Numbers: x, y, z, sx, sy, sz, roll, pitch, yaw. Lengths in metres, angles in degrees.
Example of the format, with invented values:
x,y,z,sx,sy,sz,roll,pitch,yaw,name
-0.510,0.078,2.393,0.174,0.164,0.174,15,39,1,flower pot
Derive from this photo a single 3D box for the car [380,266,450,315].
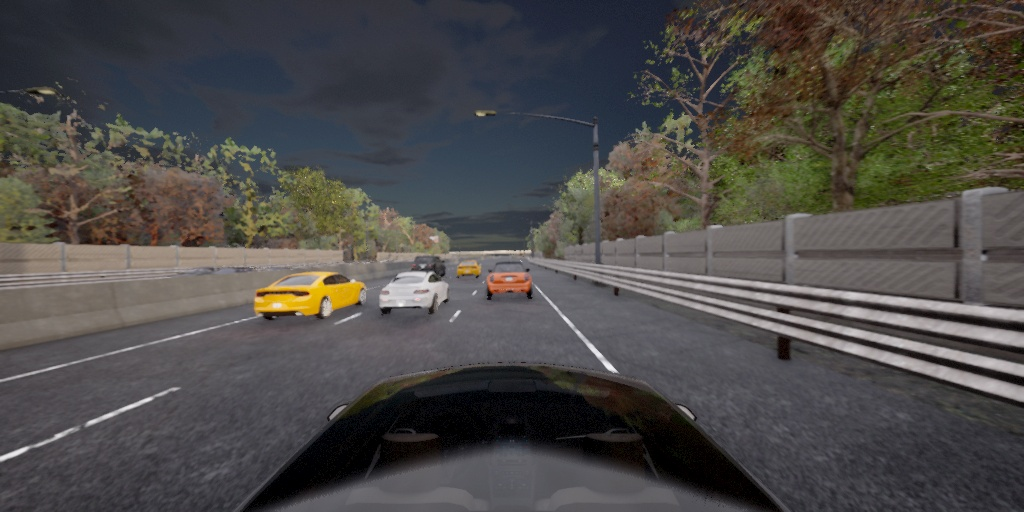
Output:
x,y,z,sx,sy,sz,roll,pitch,yaw,name
-3.564,1.289,13.681,1.812,1.442,4.674,-1,0,-1,car

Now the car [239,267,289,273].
x,y,z,sx,sy,sz,roll,pitch,yaw,name
-17.956,1.556,27.160,1.994,1.385,4.181,-1,0,-1,car

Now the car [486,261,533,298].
x,y,z,sx,sy,sz,roll,pitch,yaw,name
-0.146,1.027,18.031,2.097,1.767,4.553,-1,0,-1,car

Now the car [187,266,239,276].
x,y,z,sx,sy,sz,roll,pitch,yaw,name
-21.466,1.607,27.667,2.033,1.411,5.357,-1,0,-1,car

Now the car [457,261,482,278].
x,y,z,sx,sy,sz,roll,pitch,yaw,name
-3.850,1.169,32.967,1.882,1.535,5.008,-1,0,-1,car

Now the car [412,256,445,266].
x,y,z,sx,sy,sz,roll,pitch,yaw,name
-7.342,0.985,32.028,2.150,2.045,5.566,-1,0,-1,car

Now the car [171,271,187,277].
x,y,z,sx,sy,sz,roll,pitch,yaw,name
-24.982,1.615,29.092,2.128,1.511,4.902,-1,0,-1,car

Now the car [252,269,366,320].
x,y,z,sx,sy,sz,roll,pitch,yaw,name
-7.057,1.313,13.187,1.882,1.535,5.008,-1,0,-1,car
